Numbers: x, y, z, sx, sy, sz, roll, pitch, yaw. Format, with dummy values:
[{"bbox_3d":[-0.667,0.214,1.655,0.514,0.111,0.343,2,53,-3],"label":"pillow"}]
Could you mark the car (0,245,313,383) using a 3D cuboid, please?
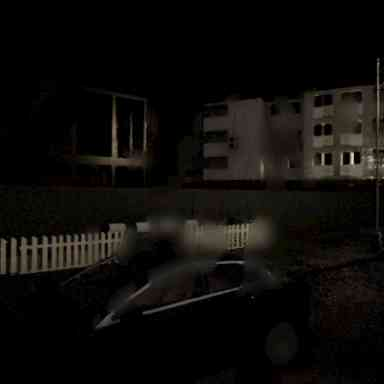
[{"bbox_3d":[-0.481,1.512,4.263,4.902,1.511,2.128,1,0,-36],"label":"car"}]
